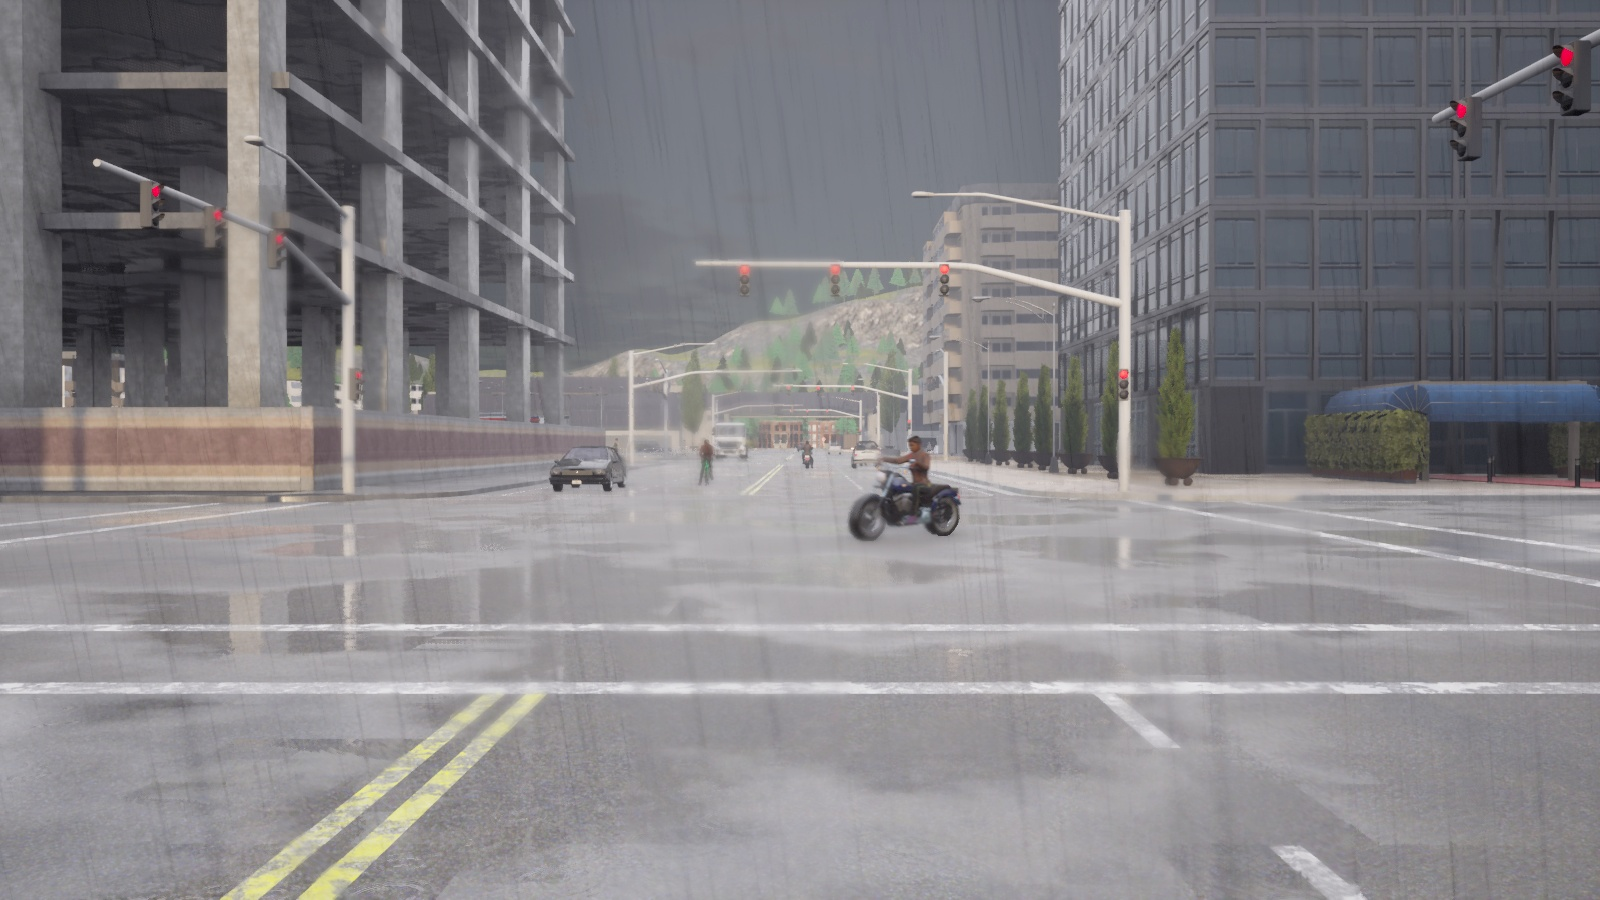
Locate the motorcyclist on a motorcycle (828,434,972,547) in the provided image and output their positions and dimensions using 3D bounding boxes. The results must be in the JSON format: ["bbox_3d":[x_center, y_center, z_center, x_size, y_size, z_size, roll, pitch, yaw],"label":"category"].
[{"bbox_3d":[1.567,0.588,19.430,2.350,1.649,0.766,0,1,-40],"label":"motorcyclist on a motorcycle"}]

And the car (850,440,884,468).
[{"bbox_3d":[3.927,0.229,74.133,1.851,1.617,3.988,0,0,1],"label":"car"}]

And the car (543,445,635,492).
[{"bbox_3d":[-6.757,0.558,40.770,2.033,1.411,5.357,0,0,0],"label":"car"}]
